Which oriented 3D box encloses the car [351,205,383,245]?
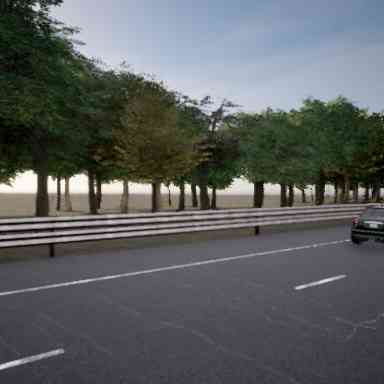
[{"bbox_3d":[8.919,1.352,14.401,4.553,1.767,2.097,0,0,-36],"label":"car"}]
